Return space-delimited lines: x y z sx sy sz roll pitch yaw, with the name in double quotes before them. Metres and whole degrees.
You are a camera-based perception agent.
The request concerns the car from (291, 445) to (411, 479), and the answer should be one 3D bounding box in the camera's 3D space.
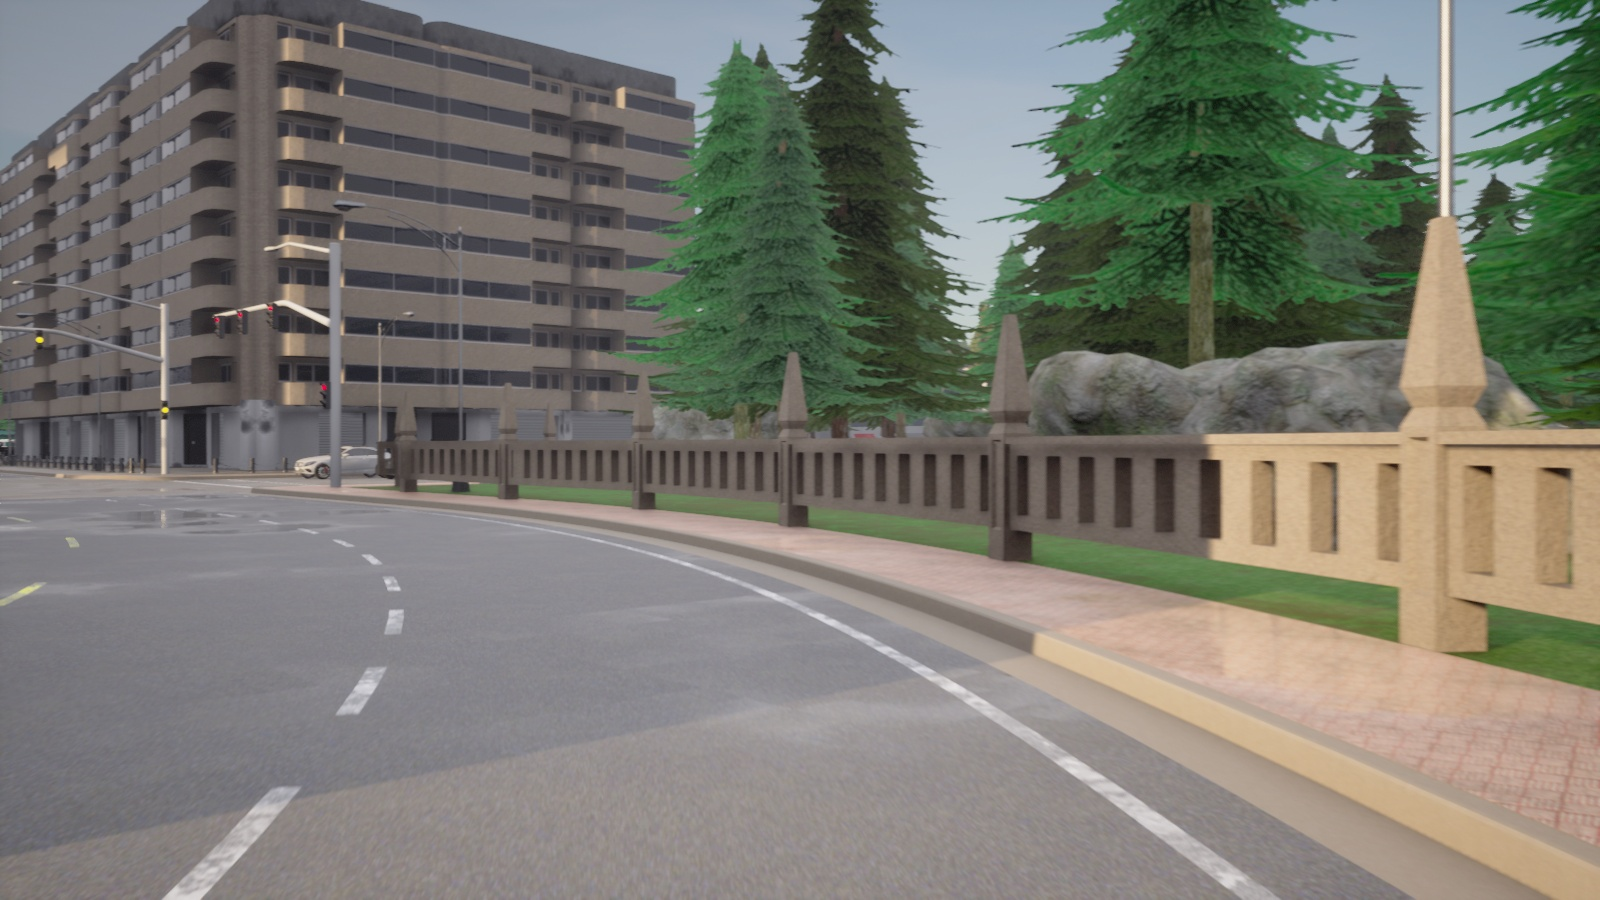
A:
"car" -19.970 0.516 55.965 4.674 1.442 1.812 0 0 -42
